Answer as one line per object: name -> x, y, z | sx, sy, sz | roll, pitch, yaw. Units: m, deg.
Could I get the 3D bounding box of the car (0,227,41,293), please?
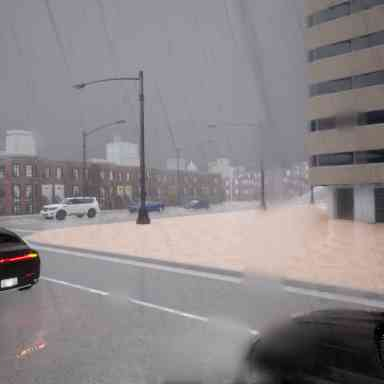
car -> -5.550, 1.546, 7.932 | 4.892, 1.490, 1.837 | 0, 0, 35

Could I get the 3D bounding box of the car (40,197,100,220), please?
car -> -11.510, 1.528, 31.866 | 2.150, 2.045, 5.566 | -1, -1, 37

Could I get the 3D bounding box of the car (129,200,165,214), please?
car -> -5.407, 1.779, 40.021 | 1.882, 1.535, 5.008 | -1, -1, 37

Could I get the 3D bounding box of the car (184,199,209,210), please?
car -> 0.717, 1.822, 48.193 | 1.812, 1.442, 4.674 | -1, -1, 37

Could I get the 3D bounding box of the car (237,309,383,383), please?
car -> 2.647, 1.505, 2.108 | 4.892, 1.490, 1.837 | 0, 0, 35
